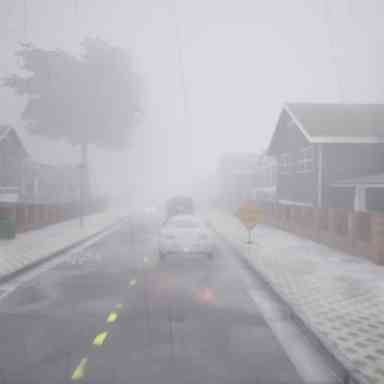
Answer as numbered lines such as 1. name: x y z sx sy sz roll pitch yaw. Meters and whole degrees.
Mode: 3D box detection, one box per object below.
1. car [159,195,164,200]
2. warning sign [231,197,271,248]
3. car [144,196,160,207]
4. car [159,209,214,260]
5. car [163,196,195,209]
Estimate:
1. car: -8.613 1.602 92.580 1.812 1.442 4.674 0 0 -6
2. warning sign: 2.283 1.172 13.064 1.300 1.860 1.060 1 1 -2
3. car: -7.195 1.760 57.912 2.128 1.511 4.902 0 0 -8
4. car: -0.218 1.584 12.624 1.812 1.442 4.674 0 -1 -1
5. car: -0.949 1.346 26.526 2.150 2.045 5.566 0 0 -4
